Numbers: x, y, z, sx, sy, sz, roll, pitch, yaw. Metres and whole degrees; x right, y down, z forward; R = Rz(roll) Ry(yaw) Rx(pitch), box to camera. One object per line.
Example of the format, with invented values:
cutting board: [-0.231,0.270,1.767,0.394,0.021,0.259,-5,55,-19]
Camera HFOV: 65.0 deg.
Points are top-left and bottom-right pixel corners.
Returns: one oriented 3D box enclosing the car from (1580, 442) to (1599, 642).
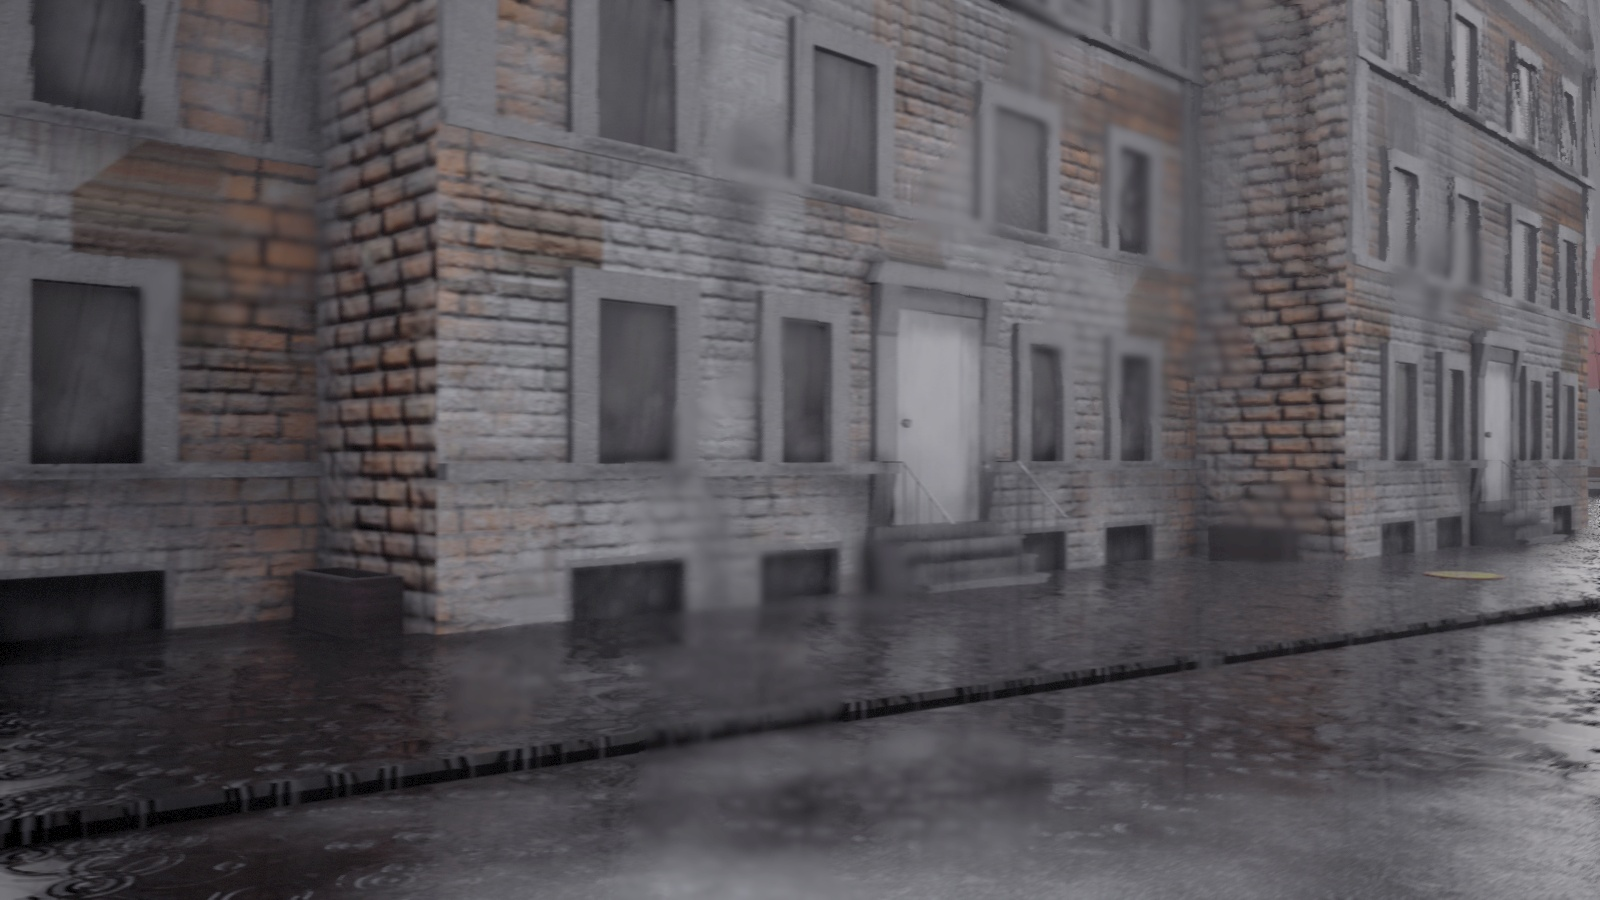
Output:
car: [8.440,0.699,10.147,4.514,1.525,2.007,0,0,-35]
